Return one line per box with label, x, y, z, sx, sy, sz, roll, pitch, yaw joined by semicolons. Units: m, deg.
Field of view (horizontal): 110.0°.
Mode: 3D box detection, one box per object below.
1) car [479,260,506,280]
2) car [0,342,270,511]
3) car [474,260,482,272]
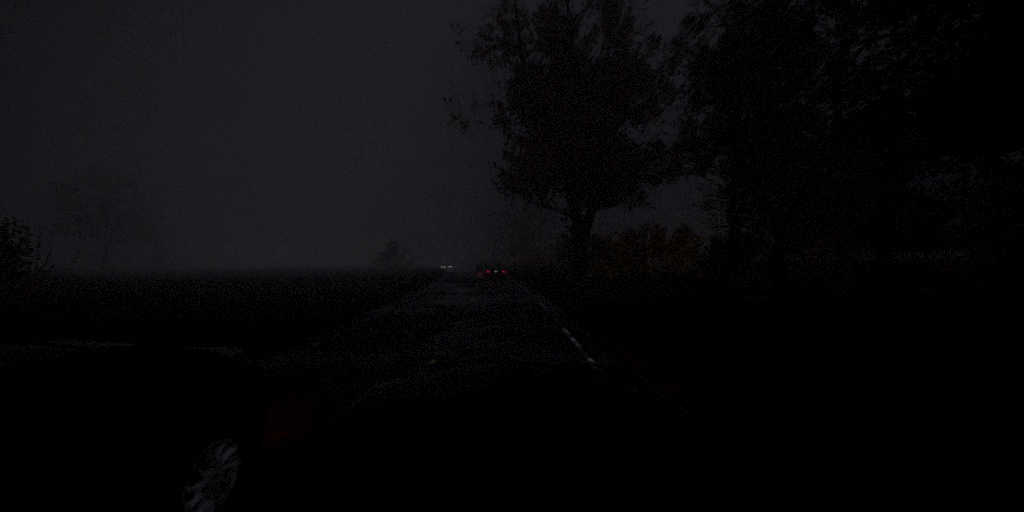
car;-1.619;1.346;32.384;2.033;1.411;5.357;0;0;-6
car;-3.139;1.281;1.300;1.837;1.490;4.892;0;0;0
car;-3.994;1.333;48.620;2.128;1.511;4.902;0;0;-10
